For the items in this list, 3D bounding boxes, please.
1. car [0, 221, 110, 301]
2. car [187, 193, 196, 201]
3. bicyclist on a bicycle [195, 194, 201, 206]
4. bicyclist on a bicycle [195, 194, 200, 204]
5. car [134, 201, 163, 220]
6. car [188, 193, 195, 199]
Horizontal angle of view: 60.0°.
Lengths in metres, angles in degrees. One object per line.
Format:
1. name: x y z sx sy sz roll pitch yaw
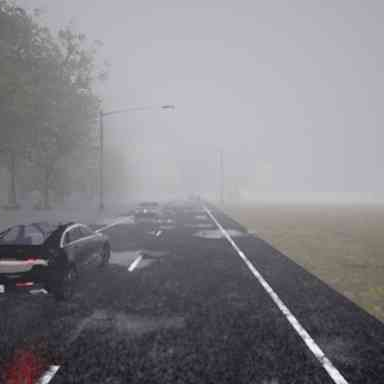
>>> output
1. car: -3.401 1.459 8.201 2.128 1.511 4.902 0 0 0
2. car: -0.012 1.184 75.478 1.882 1.535 5.008 0 0 0
3. bicyclist on a bicycle: 0.956 1.184 47.606 0.659 1.776 1.843 0 0 0
4. bicyclist on a bicycle: 0.949 1.214 56.912 0.866 1.612 1.509 0 0 0
5. car: -3.407 1.442 26.762 2.033 1.411 5.357 0 0 0
6. car: -0.015 1.013 88.970 1.837 1.490 4.892 0 0 0
